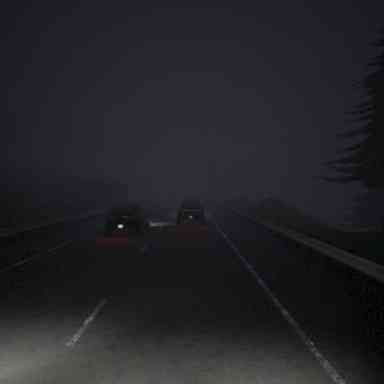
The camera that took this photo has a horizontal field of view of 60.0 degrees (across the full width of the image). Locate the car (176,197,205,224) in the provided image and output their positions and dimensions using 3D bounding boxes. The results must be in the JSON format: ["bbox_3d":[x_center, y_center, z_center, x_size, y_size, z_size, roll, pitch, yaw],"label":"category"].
[{"bbox_3d":[-0.093,1.390,23.768,2.128,1.511,4.902,0,0,0],"label":"car"}]

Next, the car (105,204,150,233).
[{"bbox_3d":[-3.551,1.425,18.823,1.837,1.490,4.892,0,0,0],"label":"car"}]

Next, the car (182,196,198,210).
[{"bbox_3d":[-0.245,1.300,40.992,1.882,1.535,5.008,0,0,-1],"label":"car"}]
